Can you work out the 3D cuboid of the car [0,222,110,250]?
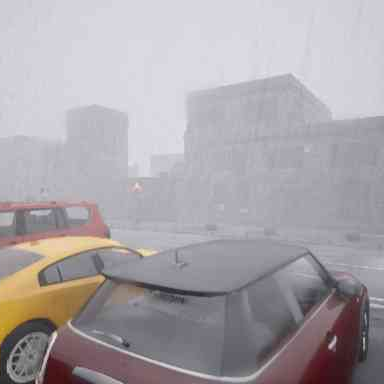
[{"bbox_3d":[-1.839,1.490,5.543,2.097,1.535,5.008,0,0,34],"label":"car"}]

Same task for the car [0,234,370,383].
[{"bbox_3d":[0.669,1.350,3.834,2.185,1.767,4.553,0,0,34],"label":"car"}]

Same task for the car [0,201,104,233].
[{"bbox_3d":[-4.279,1.253,7.146,2.435,2.045,5.566,-1,0,34],"label":"car"}]
